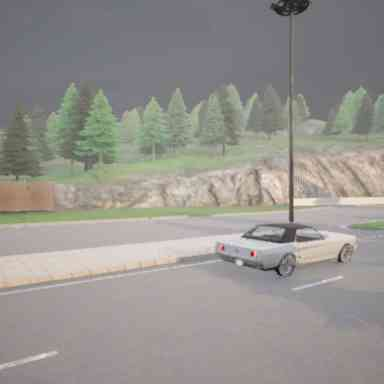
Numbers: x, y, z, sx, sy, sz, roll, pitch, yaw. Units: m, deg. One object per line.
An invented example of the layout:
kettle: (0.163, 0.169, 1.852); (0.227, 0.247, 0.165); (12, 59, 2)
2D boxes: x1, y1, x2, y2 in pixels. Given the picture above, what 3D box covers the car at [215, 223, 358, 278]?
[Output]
car: (3.077, 1.616, 10.241); (4.718, 1.301, 1.895); (0, 0, -35)
